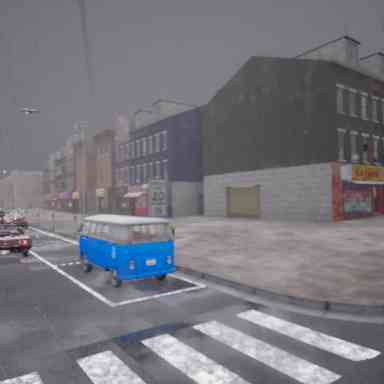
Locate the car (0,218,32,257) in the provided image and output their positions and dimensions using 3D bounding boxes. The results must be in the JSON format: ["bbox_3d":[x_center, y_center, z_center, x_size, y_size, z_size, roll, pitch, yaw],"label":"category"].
[{"bbox_3d":[-8.355,2.044,14.355,1.895,1.301,4.718,0,-2,-36],"label":"car"}]

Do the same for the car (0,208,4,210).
[{"bbox_3d":[-25.420,2.893,43.329,1.837,1.490,4.892,0,-2,-35],"label":"car"}]

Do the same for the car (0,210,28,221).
[{"bbox_3d":[-14.777,2.426,27.709,1.802,1.307,4.206,0,-2,-35],"label":"car"}]

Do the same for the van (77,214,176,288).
[{"bbox_3d":[-2.105,1.594,9.903,1.690,1.788,3.998,0,-2,-35],"label":"van"}]
